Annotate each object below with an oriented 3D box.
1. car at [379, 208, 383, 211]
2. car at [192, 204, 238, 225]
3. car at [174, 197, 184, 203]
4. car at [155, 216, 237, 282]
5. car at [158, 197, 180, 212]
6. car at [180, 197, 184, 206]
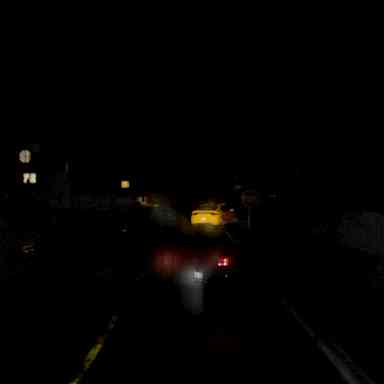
[{"bbox_3d":[18.702,1.521,27.863,5.357,1.411,2.033,0,3,5],"label":"car"},{"bbox_3d":[1.607,1.561,22.222,1.882,1.535,5.008,-2,-2,22],"label":"car"},{"bbox_3d":[-2.765,1.744,72.440,1.994,1.385,4.181,0,0,0],"label":"car"},{"bbox_3d":[0.098,1.604,9.766,1.895,1.301,4.718,0,0,0],"label":"car"},{"bbox_3d":[-2.858,1.548,39.398,2.128,1.511,4.902,0,0,0],"label":"car"},{"bbox_3d":[-2.818,1.651,57.527,1.812,1.442,4.674,0,0,0],"label":"car"}]
